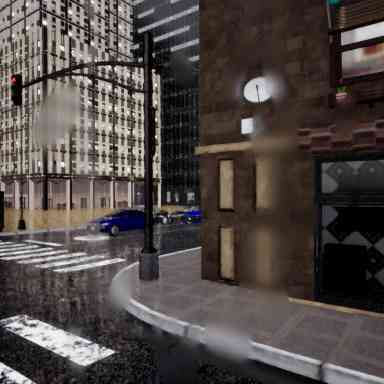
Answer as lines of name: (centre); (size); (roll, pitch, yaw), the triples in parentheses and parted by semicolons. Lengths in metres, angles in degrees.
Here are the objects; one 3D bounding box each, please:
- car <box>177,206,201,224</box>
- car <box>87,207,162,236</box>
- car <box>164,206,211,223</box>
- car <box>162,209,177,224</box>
car: (1.240, 1.863, 27.974); (1.882, 1.535, 5.008); (-1, -1, 35)
car: (-4.181, 1.773, 20.258); (1.812, 1.442, 4.674); (-1, -1, 33)
car: (-0.330, 1.975, 30.490); (2.008, 1.369, 4.403); (-2, -2, 35)
car: (-3.533, 1.894, 25.934); (2.008, 1.369, 4.403); (-2, -2, 35)
